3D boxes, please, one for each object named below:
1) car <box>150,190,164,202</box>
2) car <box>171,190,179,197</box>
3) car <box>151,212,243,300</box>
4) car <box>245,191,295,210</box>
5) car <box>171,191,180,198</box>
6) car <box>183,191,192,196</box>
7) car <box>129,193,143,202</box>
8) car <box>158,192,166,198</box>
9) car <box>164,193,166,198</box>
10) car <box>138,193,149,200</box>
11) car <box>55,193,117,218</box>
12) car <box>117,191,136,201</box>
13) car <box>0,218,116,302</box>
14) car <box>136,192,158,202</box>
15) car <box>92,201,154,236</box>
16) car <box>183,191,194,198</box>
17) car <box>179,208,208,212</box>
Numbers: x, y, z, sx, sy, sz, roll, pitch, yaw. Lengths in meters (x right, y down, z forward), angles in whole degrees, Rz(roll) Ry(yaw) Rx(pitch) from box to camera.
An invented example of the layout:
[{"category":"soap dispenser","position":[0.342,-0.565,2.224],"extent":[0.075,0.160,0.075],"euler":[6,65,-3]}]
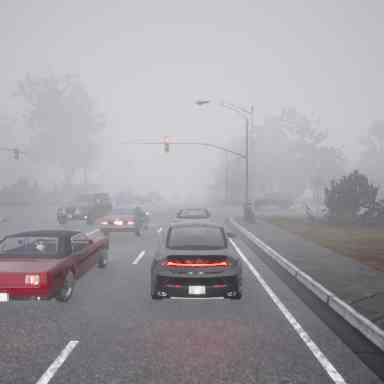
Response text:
[{"category":"car","position":[-7.166,0.733,63.452],"extent":[2.150,2.045,5.566],"euler":[0,1,-1]},{"category":"car","position":[-4.912,0.451,94.749],"extent":[2.097,1.767,4.553],"euler":[0,1,-7]},{"category":"car","position":[0.088,1.473,8.315],"extent":[1.837,1.490,4.892],"euler":[0,0,0]},{"category":"car","position":[8.864,0.950,38.073],"extent":[5.566,2.045,2.150],"euler":[0,0,-3]},{"category":"car","position":[-4.143,0.602,84.681],"extent":[2.097,1.767,4.553],"euler":[0,1,-4]},{"category":"car","position":[-1.424,0.465,95.112],"extent":[2.033,1.411,5.357],"euler":[0,1,-7]},{"category":"car","position":[-10.676,0.987,63.683],"extent":[1.882,1.535,5.008],"euler":[0,1,0]},{"category":"car","position":[-7.602,0.780,83.911],"extent":[1.812,1.442,4.674],"euler":[0,1,-3]},{"category":"car","position":[-7.237,0.876,73.642],"extent":[1.882,1.535,5.008],"euler":[0,1,-1]},{"category":"car","position":[-10.742,0.991,73.769],"extent":[1.895,1.301,4.718],"euler":[0,1,-1]},{"category":"car","position":[-7.210,1.074,22.836],"extent":[2.150,2.045,5.566],"euler":[-1,0,4]},{"category":"car","position":[-10.691,0.821,53.796],"extent":[2.150,2.045,5.566],"euler":[0,0,0]},{"category":"car","position":[-3.413,1.570,8.135],"extent":[1.895,1.301,4.718],"euler":[0,0,0]},{"category":"car","position":[-7.192,1.151,53.277],"extent":[2.033,1.411,5.357],"euler":[0,0,0]},{"category":"car","position":[-3.446,1.442,17.724],"extent":[2.033,1.411,5.357],"euler":[0,0,-1]},{"category":"car","position":[-0.671,0.783,85.235],"extent":[1.994,1.385,4.181],"euler":[0,1,-4]},{"category":"car","position":[0.080,1.497,17.628],"extent":[1.895,1.301,4.718],"euler":[0,0,0]}]
